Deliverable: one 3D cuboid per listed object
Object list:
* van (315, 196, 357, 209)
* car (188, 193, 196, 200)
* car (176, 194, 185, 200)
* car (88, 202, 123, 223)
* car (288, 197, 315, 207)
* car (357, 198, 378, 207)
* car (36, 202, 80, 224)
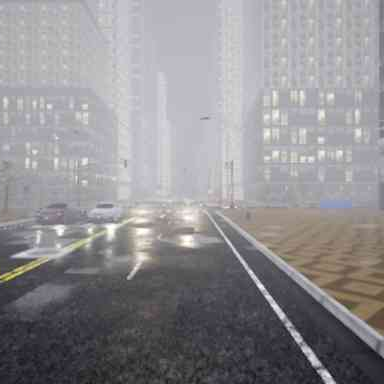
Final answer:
[{"bbox_3d":[18.350,1.341,42.443,3.998,1.788,1.690,0,0,2],"label":"van"},{"bbox_3d":[-0.020,1.259,91.560,2.150,2.045,5.566,0,0,0],"label":"car"},{"bbox_3d":[-3.270,1.612,91.141,1.895,1.301,4.718,0,0,0],"label":"car"},{"bbox_3d":[-6.582,1.496,25.757,1.812,1.442,4.674,0,0,0],"label":"car"},{"bbox_3d":[17.077,1.515,50.615,4.829,1.417,1.752,0,0,2],"label":"car"},{"bbox_3d":[26.911,1.579,50.133,4.206,1.307,1.802,0,0,2],"label":"car"},{"bbox_3d":[-9.836,1.496,24.870,1.812,1.442,4.674,0,0,0],"label":"car"}]
